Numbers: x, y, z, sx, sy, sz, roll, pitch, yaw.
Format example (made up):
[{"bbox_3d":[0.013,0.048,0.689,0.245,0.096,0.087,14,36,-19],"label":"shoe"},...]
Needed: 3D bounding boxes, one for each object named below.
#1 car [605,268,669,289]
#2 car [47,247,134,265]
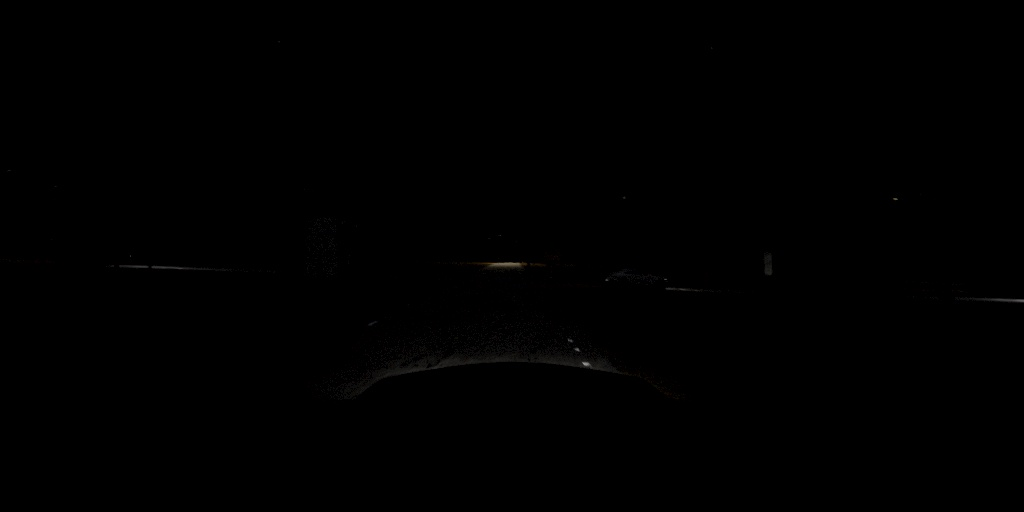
[{"bbox_3d":[9.575,1.698,27.527,4.674,1.442,1.812,2,-1,0],"label":"car"},{"bbox_3d":[-31.902,-0.007,27.271,4.718,1.301,1.895,2,-1,0],"label":"car"}]
